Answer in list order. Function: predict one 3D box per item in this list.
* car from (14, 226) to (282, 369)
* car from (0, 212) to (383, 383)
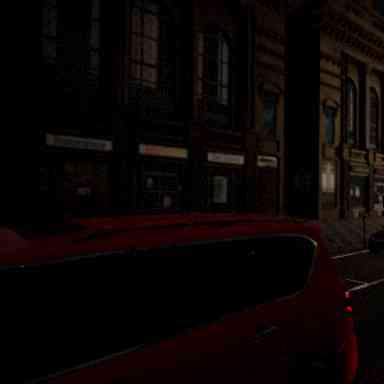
[{"bbox_3d":[-0.555,1.569,6.391,4.829,1.417,1.752,1,0,-36],"label":"car"},{"bbox_3d":[-0.938,1.236,2.579,5.566,2.045,2.150,1,-1,-36],"label":"car"}]
